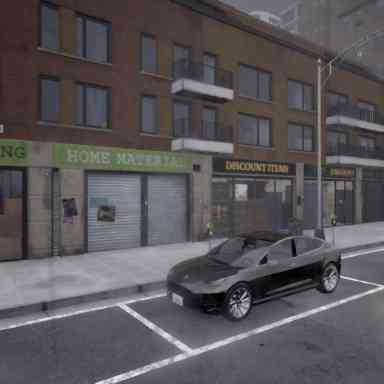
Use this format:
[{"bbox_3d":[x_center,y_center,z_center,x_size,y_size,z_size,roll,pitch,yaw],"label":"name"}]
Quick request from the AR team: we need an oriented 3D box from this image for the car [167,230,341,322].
[{"bbox_3d":[1.517,1.566,7.257,4.313,1.339,1.947,0,0,-35],"label":"car"}]
